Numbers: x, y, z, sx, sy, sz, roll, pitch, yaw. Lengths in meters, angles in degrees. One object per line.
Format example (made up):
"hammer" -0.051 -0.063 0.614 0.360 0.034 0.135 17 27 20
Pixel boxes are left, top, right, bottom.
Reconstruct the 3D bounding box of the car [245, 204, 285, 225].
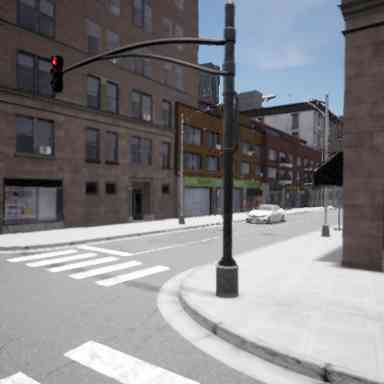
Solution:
"car" 5.915 1.709 26.287 1.812 1.442 4.674 1 0 36
